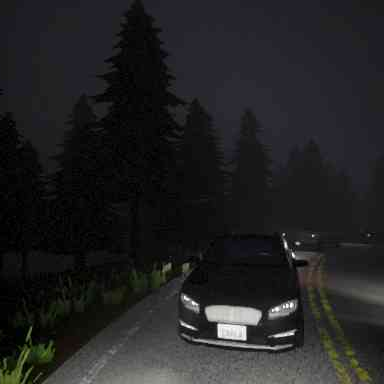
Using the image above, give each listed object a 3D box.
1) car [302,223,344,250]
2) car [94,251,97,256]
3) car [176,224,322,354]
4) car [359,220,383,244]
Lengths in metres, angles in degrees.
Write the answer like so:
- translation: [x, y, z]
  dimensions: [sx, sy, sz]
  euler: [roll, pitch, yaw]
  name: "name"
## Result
- translation: [6.466, 2.314, 17.633]
  dimensions: [1.895, 1.301, 4.718]
  euler: [-3, -6, 39]
  name: "car"
- translation: [-20.283, 13.686, 72.934]
  dimensions: [4.181, 1.381, 1.994]
  euler: [-2, -5, 31]
  name: "car"
- translation: [1.130, 1.565, 6.577]
  dimensions: [2.128, 1.511, 4.902]
  euler: [-1, -2, 15]
  name: "car"
- translation: [15.783, 3.235, 26.420]
  dimensions: [5.566, 2.045, 2.150]
  euler: [8, -8, -28]
  name: "car"
